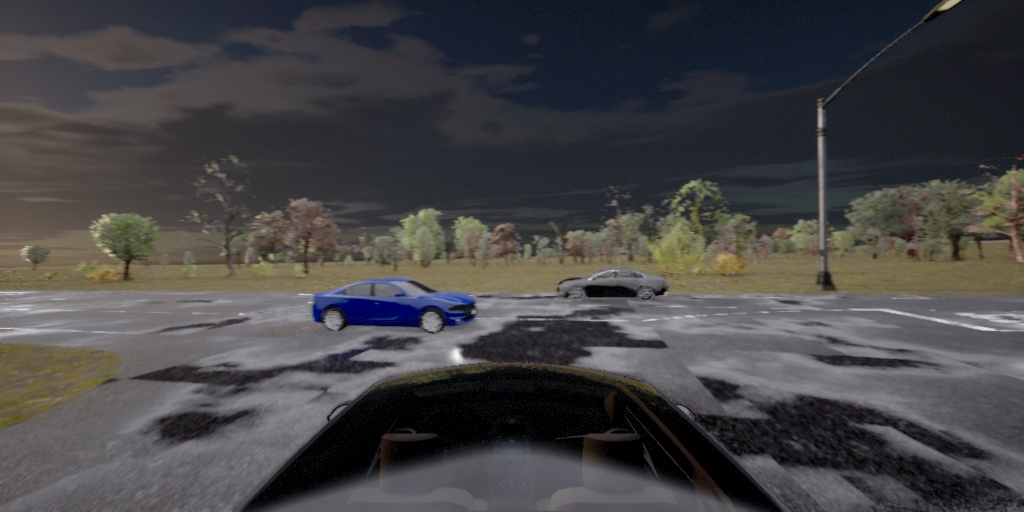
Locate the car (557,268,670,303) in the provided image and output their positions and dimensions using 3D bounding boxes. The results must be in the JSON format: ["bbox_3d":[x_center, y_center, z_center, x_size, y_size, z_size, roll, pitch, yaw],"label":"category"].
[{"bbox_3d":[4.511,1.300,16.367,4.902,1.511,2.128,-1,0,12],"label":"car"}]

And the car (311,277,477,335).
[{"bbox_3d":[-3.565,1.410,10.953,5.008,1.535,1.882,-1,0,12],"label":"car"}]
